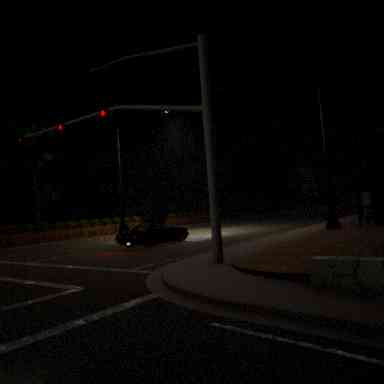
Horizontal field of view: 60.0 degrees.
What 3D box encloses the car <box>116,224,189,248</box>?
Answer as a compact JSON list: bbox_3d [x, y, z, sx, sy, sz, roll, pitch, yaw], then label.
[{"bbox_3d":[-2.249,2.602,20.348,1.895,1.301,4.718,-6,-4,36],"label":"car"}]
